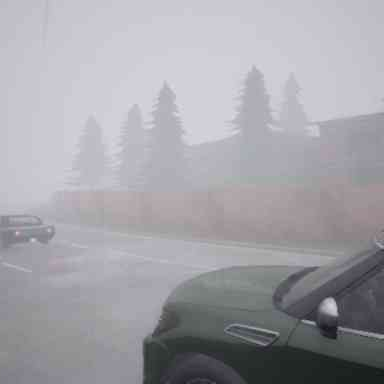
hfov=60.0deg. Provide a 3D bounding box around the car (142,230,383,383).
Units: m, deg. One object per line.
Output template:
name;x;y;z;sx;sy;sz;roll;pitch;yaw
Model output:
car;2.159;1.217;2.461;5.566;2.045;2.150;-1;0;36

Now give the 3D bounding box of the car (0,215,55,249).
car;-8.246;1.721;15.410;4.718;1.301;1.895;-1;0;43
